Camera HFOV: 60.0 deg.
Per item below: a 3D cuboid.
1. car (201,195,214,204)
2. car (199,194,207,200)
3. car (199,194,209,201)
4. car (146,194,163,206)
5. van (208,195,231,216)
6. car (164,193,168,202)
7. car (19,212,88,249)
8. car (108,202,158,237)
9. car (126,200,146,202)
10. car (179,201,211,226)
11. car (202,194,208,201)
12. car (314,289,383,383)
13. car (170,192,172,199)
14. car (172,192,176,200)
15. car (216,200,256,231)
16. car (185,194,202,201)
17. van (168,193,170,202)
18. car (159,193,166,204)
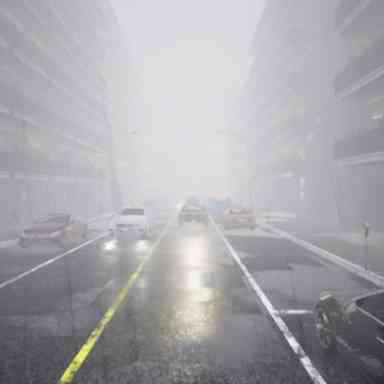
[{"bbox_3d":[2.659,1.335,58.421,2.008,1.369,4.403,-1,0,0],"label":"car"},{"bbox_3d":[2.651,1.236,80.686,1.752,1.417,4.829,-1,0,0],"label":"car"},{"bbox_3d":[2.653,1.279,74.992,2.008,1.369,4.403,-1,0,0],"label":"car"},{"bbox_3d":[-5.717,1.389,47.384,1.947,1.339,4.313,0,0,0],"label":"car"},{"bbox_3d":[2.668,1.223,30.805,1.690,1.788,3.998,-1,0,0],"label":"van"},{"bbox_3d":[-5.722,1.329,58.432,1.887,1.381,4.507,0,0,0],"label":"car"},{"bbox_3d":[-5.704,1.526,14.244,1.802,1.307,4.206,0,0,0],"label":"car"},{"bbox_3d":[-3.106,1.456,17.698,1.812,1.442,4.674,0,0,0],"label":"car"},{"bbox_3d":[-5.711,1.408,30.645,1.752,1.417,4.829,0,0,0],"label":"car"},{"bbox_3d":[0.090,1.513,22.761,1.895,1.301,4.718,0,0,0],"label":"car"},{"bbox_3d":[2.662,1.354,52.898,2.008,1.369,4.403,-1,0,0],"label":"car"},{"bbox_3d":[2.682,1.553,3.188,1.947,1.339,4.313,0,0,0],"label":"car"},{"bbox_3d":[-5.727,1.187,69.478,1.967,1.590,4.097,-1,0,0],"label":"car"},{"bbox_3d":[-5.732,1.259,86.049,1.947,1.339,4.313,-1,0,0],"label":"car"},{"bbox_3d":[2.674,1.448,19.928,1.752,1.417,4.829,-1,0,0],"label":"car"},{"bbox_3d":[0.082,1.330,46.244,1.837,1.490,4.892,0,0,0],"label":"car"},{"bbox_3d":[-5.726,1.107,63.955,1.690,1.788,3.998,-1,0,0],"label":"van"},{"bbox_3d":[-5.719,1.348,52.908,1.887,1.381,4.507,0,0,0],"label":"car"}]
